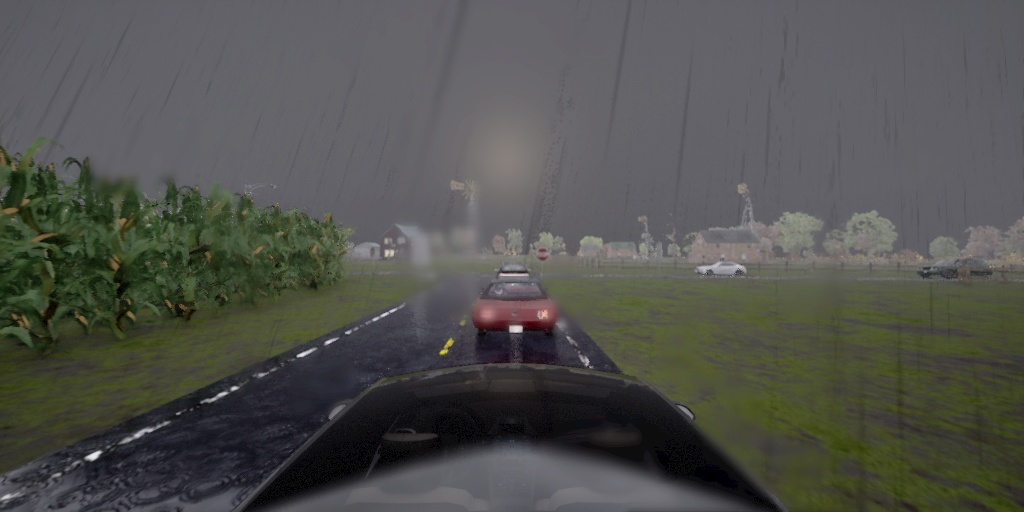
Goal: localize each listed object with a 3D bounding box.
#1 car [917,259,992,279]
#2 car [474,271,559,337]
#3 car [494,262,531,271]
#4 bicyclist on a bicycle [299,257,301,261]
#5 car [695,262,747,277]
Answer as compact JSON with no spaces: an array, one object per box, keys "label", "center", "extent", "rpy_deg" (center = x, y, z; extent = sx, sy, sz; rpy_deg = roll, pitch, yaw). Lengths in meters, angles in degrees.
[{"label":"car","center":[43.664,1.260,35.467],"extent":[5.566,2.045,2.150],"rpy_deg":[1,0,0]},{"label":"car","center":[0.091,1.279,9.991],"extent":[1.895,1.301,4.718],"rpy_deg":[0,0,0]},{"label":"car","center":[0.049,1.087,19.474],"extent":[2.128,1.511,4.902],"rpy_deg":[0,1,-1]},{"label":"bicyclist on a bicycle","center":[-22.727,0.670,38.145],"extent":[0.582,1.620,1.656],"rpy_deg":[1,1,0]},{"label":"car","center":[20.536,1.278,35.378],"extent":[4.674,1.442,1.812],"rpy_deg":[1,0,0]}]
